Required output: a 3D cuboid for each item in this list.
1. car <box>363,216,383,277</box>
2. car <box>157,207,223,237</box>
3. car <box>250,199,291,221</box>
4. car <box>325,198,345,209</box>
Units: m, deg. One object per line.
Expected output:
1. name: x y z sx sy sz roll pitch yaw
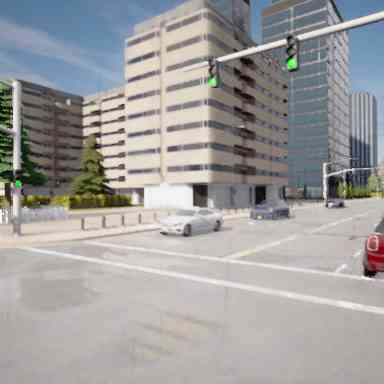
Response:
1. car: 6.385 1.350 9.599 2.097 1.767 4.553 -1 0 35
2. car: 0.026 1.607 18.898 1.812 1.442 4.674 -1 0 37
3. car: 6.648 1.430 28.130 2.097 1.767 4.553 -1 0 36
4. car: 19.990 1.561 46.503 2.128 1.511 4.902 -1 0 36
